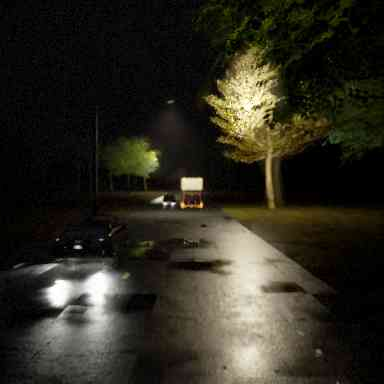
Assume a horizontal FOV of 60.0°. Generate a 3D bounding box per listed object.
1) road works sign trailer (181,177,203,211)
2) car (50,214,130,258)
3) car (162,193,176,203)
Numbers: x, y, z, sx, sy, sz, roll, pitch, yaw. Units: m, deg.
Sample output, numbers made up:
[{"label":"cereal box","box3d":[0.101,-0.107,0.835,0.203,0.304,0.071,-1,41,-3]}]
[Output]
[{"label":"road works sign trailer","box3d":[0.004,0.196,36.448,2.380,3.560,2.880,0,1,0]},{"label":"car","box3d":[-3.599,1.541,12.451,1.994,1.385,4.181,0,0,0]},{"label":"car","box3d":[-3.565,0.945,52.895,2.033,1.411,5.357,0,1,0]}]
